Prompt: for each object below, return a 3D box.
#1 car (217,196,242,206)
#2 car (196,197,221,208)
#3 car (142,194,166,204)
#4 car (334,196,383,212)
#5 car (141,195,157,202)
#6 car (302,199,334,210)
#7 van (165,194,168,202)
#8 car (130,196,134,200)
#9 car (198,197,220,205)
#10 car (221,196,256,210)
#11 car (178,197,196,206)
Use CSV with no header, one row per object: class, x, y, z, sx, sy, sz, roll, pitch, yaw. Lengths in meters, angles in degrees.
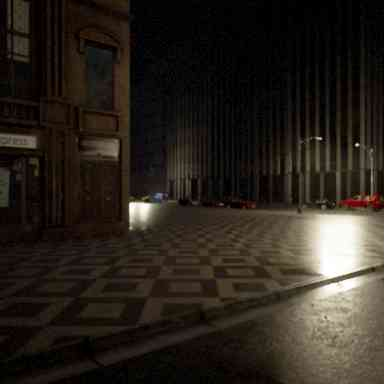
car,6.404,1.445,56.807,1.967,1.590,4.097,0,0,-36
car,2.857,1.590,47.234,1.802,1.307,4.206,0,0,-36
car,-7.160,1.547,60.867,2.008,1.369,4.403,0,0,-36
car,19.761,1.332,38.627,2.192,1.841,5.009,0,0,-36
car,-10.395,1.493,79.672,1.752,1.417,4.829,0,0,-36
car,16.421,1.580,43.173,1.947,1.339,4.313,0,0,-36
van,-6.954,1.321,74.988,1.690,1.788,3.998,0,0,-36
car,-17.089,1.463,88.792,1.752,1.417,4.829,0,0,-35
car,3.063,1.583,61.353,1.802,1.307,4.206,0,0,-36
car,6.197,1.556,42.690,1.887,1.381,4.507,0,0,-36
car,-0.482,1.445,51.779,1.967,1.590,4.097,0,0,-36
